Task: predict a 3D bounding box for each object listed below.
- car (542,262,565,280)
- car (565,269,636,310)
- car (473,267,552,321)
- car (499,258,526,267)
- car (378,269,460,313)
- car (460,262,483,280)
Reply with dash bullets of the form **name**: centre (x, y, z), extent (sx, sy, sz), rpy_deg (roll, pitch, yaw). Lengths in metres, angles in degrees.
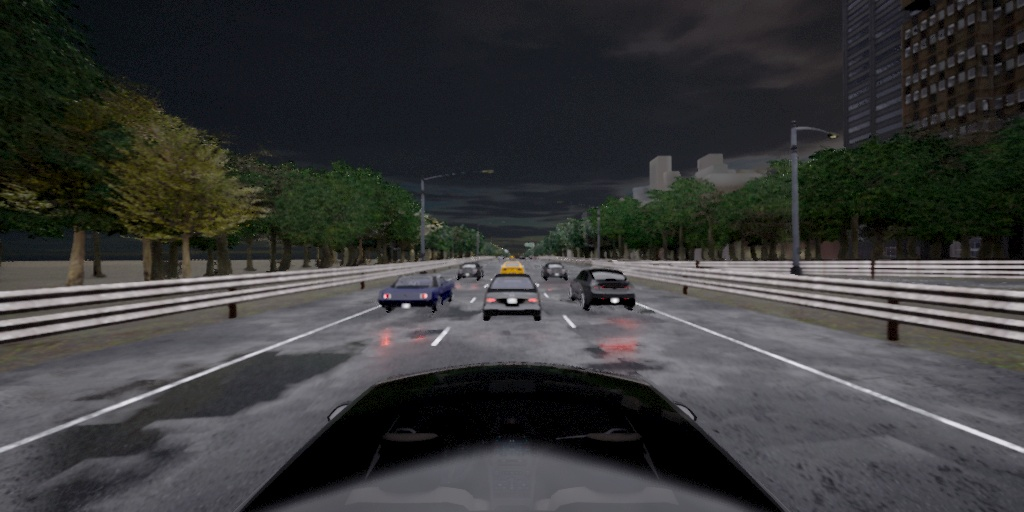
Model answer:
- **car**: centre (3.531, 1.262, 30.341), extent (1.812, 1.442, 4.674), rpy_deg (0, 0, 0)
- **car**: centre (3.535, 1.257, 14.672), extent (1.837, 1.490, 4.892), rpy_deg (0, 0, 0)
- **car**: centre (0.018, 1.298, 12.494), extent (2.033, 1.411, 5.357), rpy_deg (0, 0, 0)
- **car**: centre (0.035, 1.212, 30.862), extent (1.882, 1.535, 5.008), rpy_deg (0, 1, 0)
- **car**: centre (-3.469, 1.352, 14.036), extent (1.895, 1.301, 4.718), rpy_deg (0, 0, 0)
- **car**: centre (-3.470, 1.262, 30.318), extent (1.812, 1.442, 4.674), rpy_deg (0, 0, 0)
